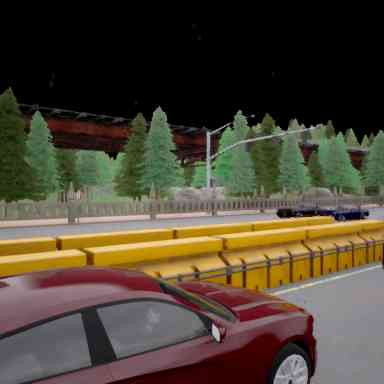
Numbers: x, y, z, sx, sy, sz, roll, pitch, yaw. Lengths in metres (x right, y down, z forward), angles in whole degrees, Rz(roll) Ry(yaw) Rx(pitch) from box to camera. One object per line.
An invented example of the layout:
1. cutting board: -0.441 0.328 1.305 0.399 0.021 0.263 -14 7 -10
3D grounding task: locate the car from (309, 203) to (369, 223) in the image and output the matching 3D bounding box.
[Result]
1. car: 11.195 1.601 24.870 4.718 1.301 1.895 0 0 -35

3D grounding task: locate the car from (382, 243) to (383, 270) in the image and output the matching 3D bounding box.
1. car: 6.953 1.478 8.731 5.008 1.535 1.882 0 0 -35

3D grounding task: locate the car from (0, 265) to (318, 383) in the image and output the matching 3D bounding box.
1. car: -0.866 1.478 3.127 5.008 1.535 1.882 0 0 -35

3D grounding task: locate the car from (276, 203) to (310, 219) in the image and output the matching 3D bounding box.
1. car: 9.151 1.601 27.711 4.718 1.301 1.895 0 0 -35
